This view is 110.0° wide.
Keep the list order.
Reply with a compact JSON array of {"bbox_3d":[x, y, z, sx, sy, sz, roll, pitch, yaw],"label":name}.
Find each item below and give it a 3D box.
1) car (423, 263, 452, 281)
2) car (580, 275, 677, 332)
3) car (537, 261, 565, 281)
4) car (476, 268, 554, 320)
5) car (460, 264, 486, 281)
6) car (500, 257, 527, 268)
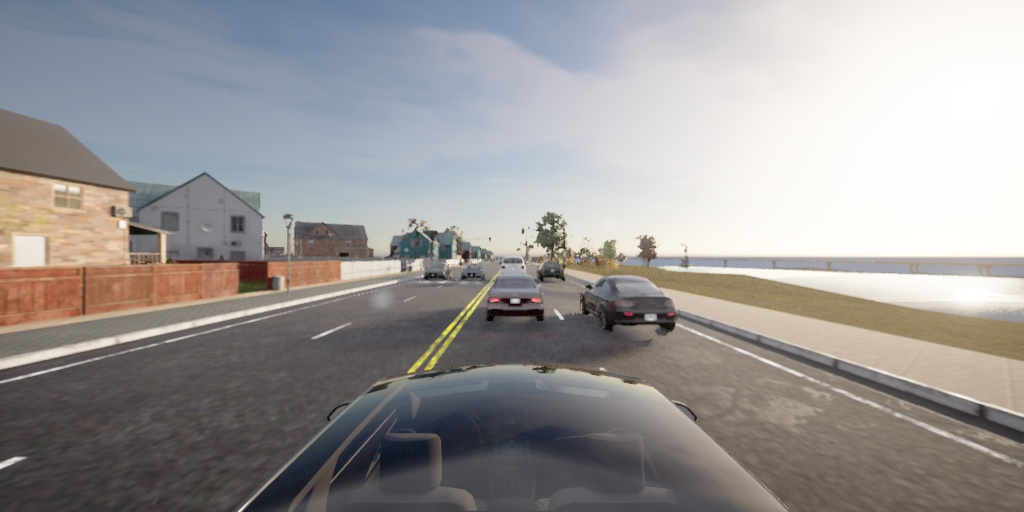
[{"bbox_3d":[-6.597,1.371,32.280,1.837,1.490,4.892,0,0,0],"label":"car"},{"bbox_3d":[3.338,1.307,10.913,1.812,1.442,4.674,0,0,0],"label":"car"},{"bbox_3d":[3.345,1.215,31.623,2.097,1.767,4.553,0,0,0],"label":"car"},{"bbox_3d":[0.095,1.336,12.696,2.033,1.411,5.357,0,0,0],"label":"car"},{"bbox_3d":[-3.347,1.427,31.719,1.994,1.385,4.181,0,0,0],"label":"car"},{"bbox_3d":[0.098,1.083,31.515,2.150,2.045,5.566,0,0,0],"label":"car"}]
